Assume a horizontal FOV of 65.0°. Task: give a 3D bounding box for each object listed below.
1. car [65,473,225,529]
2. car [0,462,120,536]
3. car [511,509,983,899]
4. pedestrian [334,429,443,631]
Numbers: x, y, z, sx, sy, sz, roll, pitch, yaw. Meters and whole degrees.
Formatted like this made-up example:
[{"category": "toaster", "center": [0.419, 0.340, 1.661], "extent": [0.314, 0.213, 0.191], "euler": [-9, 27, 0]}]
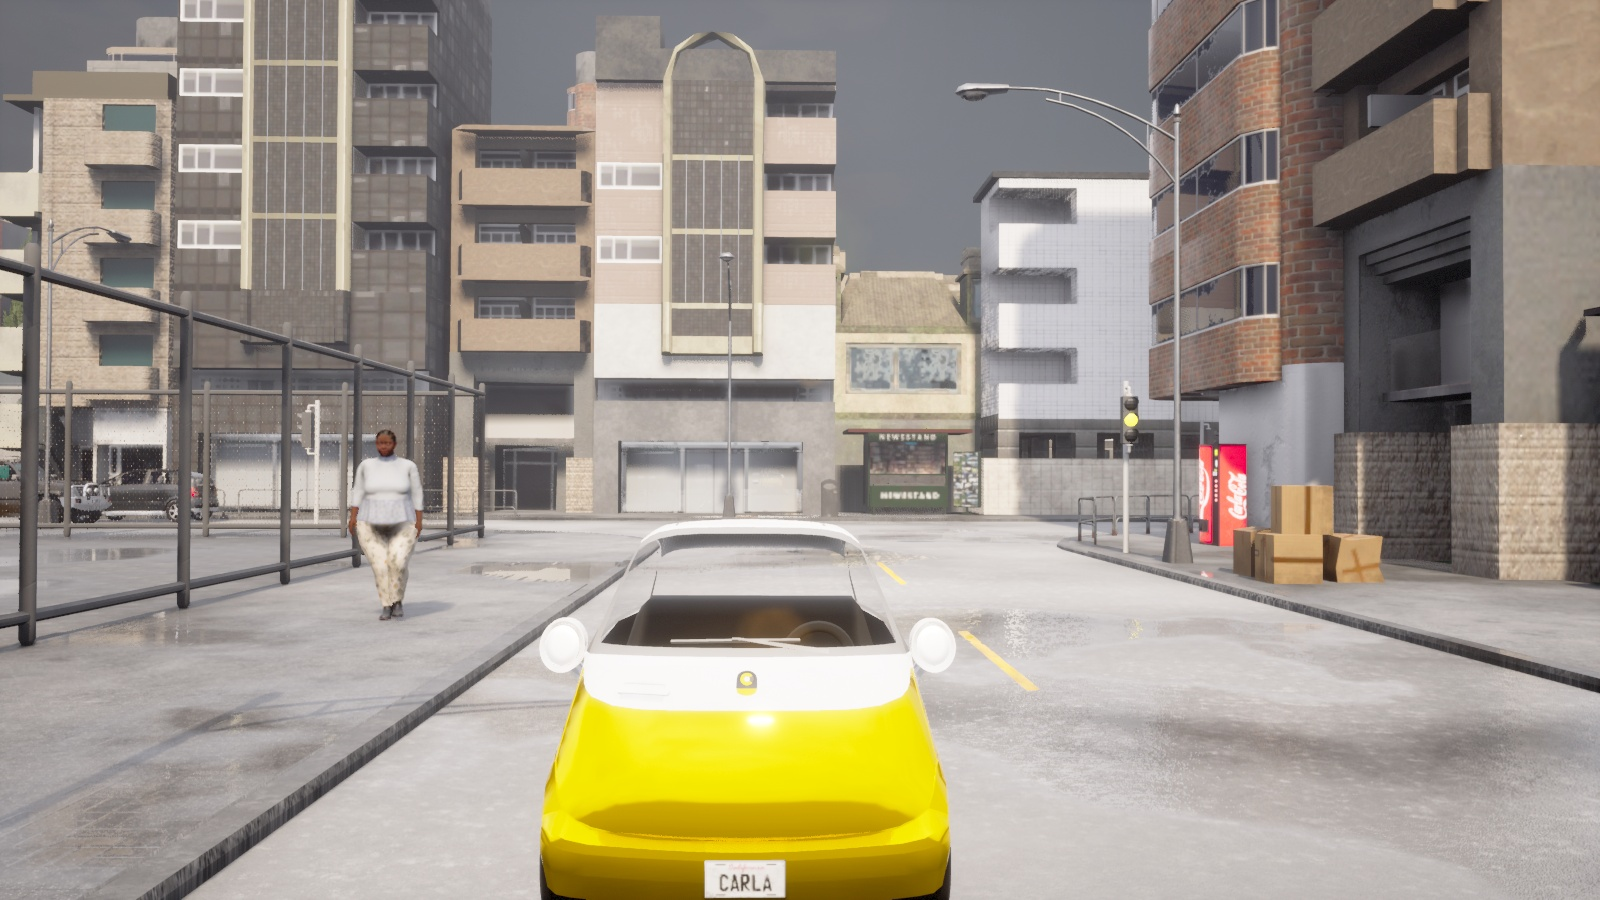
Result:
[{"category": "car", "center": [-19.037, 1.479, 36.607], "extent": [3.705, 1.549, 1.789], "euler": [-1, -1, -2]}, {"category": "car", "center": [-20.481, 1.259, 32.573], "extent": [4.605, 1.855, 1.932], "euler": [0, -1, -1]}, {"category": "car", "center": [-0.190, 0.955, 5.061], "extent": [1.481, 1.376, 2.207], "euler": [0, -1, -1]}, {"category": "pedestrian", "center": [-3.938, 0.743, 12.094], "extent": [0.874, 1.855, 0.900], "euler": [0, -1, -10]}]
